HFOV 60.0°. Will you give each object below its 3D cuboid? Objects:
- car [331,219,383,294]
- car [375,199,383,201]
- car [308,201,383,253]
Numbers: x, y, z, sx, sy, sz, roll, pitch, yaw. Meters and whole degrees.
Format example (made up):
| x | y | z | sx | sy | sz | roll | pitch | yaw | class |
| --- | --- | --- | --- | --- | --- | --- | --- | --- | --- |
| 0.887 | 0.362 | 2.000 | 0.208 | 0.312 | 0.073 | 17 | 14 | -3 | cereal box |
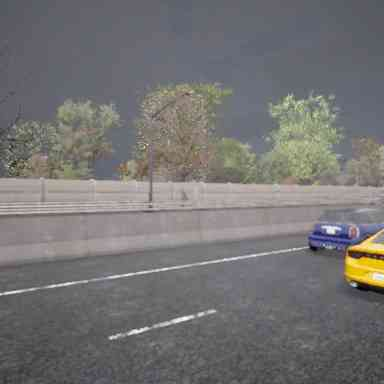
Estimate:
| x | y | z | sx | sy | sz | roll | pitch | yaw | class |
| --- | --- | --- | --- | --- | --- | --- | --- | --- | --- |
| 5.657 | 1.509 | 7.852 | 5.008 | 1.535 | 1.882 | 0 | 0 | -35 | car |
| 28.288 | 1.762 | 49.901 | 4.181 | 1.385 | 1.994 | 0 | 0 | -35 | car |
| 6.556 | 1.395 | 12.761 | 4.553 | 1.767 | 2.097 | 0 | 0 | -35 | car |
